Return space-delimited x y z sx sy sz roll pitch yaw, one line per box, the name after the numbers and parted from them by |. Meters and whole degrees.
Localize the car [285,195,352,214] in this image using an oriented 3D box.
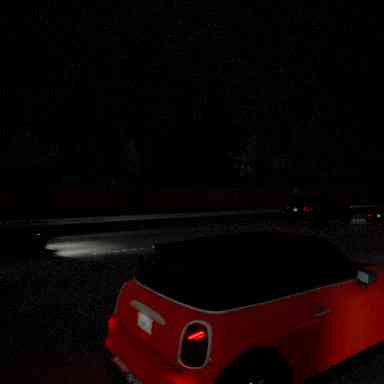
8.874 1.224 23.159 5.566 2.045 2.150 0 0 -36 | car

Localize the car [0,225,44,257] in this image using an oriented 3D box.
-7.549 1.525 11.261 4.674 1.442 1.812 0 0 -36 | car

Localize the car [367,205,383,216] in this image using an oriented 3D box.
13.783 1.548 22.414 5.357 1.411 2.033 0 0 -36 | car

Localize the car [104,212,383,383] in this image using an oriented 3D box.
1.235 1.353 4.649 4.553 1.767 2.097 0 0 -36 | car
